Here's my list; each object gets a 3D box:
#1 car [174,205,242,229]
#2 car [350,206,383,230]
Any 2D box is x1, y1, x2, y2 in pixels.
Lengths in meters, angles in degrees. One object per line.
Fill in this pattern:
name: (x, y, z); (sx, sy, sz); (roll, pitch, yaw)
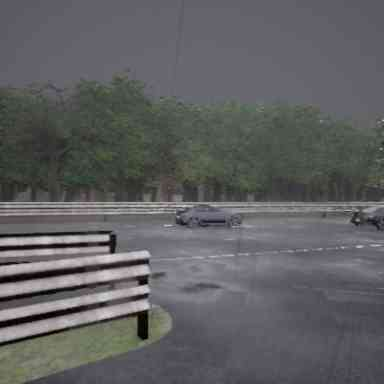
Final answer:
car: (1.009, 1.517, 20.835); (4.181, 1.385, 1.994); (1, 0, -22)
car: (12.516, 1.621, 21.721); (4.674, 1.442, 1.812); (1, 0, -22)
